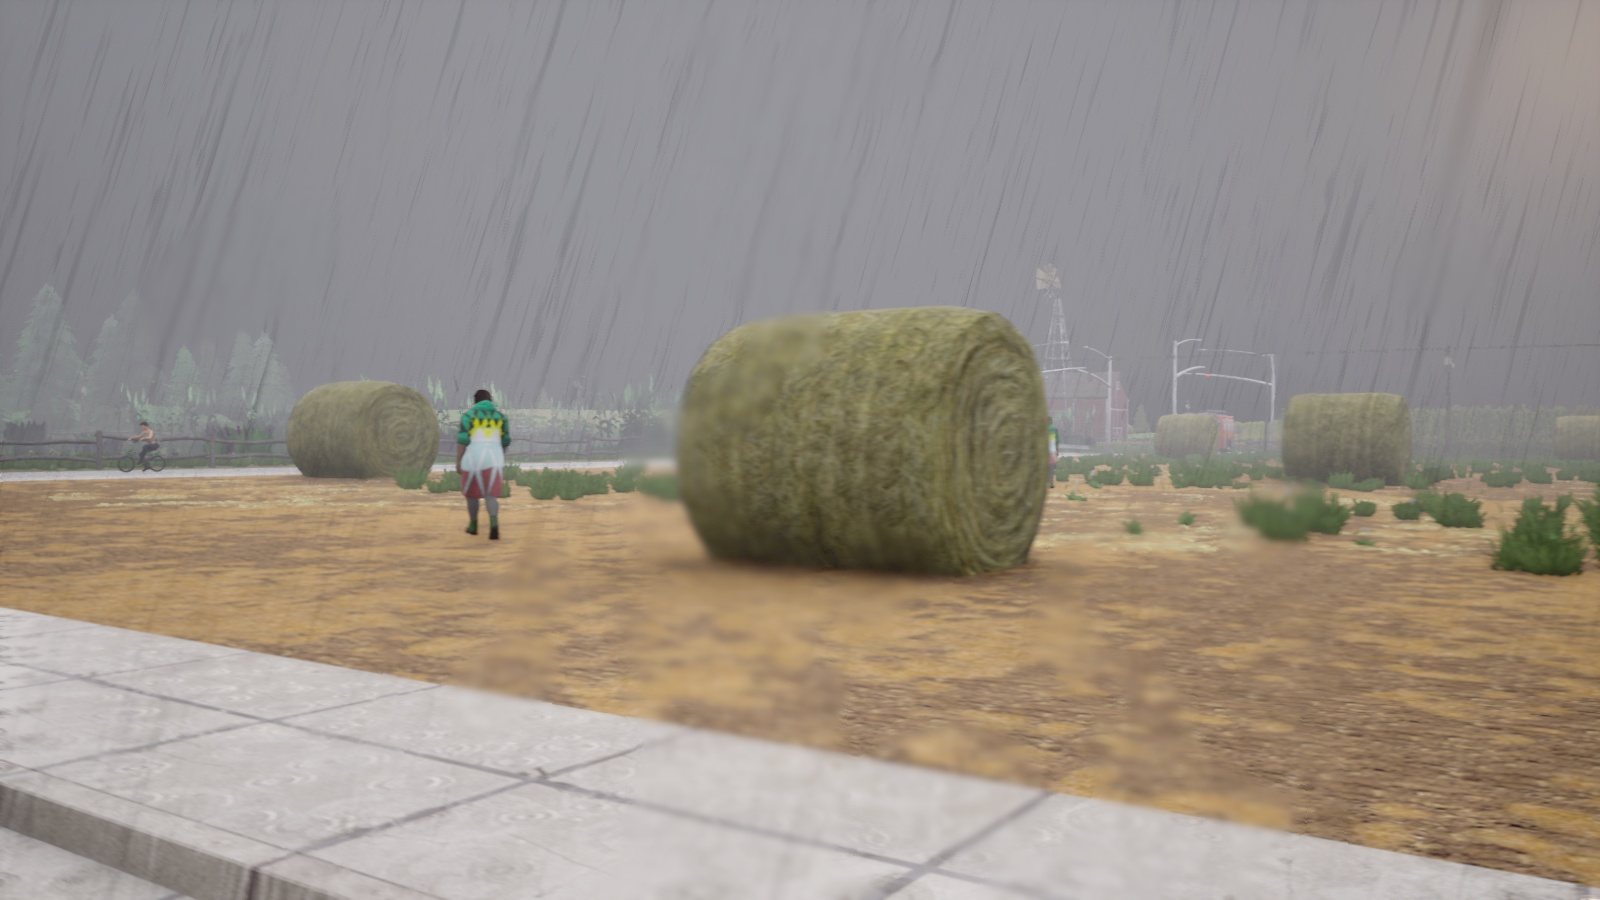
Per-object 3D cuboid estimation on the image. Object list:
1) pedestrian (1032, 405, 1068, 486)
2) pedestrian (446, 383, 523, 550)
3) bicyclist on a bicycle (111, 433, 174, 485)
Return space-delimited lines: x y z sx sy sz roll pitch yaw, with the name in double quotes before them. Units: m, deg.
"pedestrian" 6.078 -0.116 30.568 0.659 1.952 0.873 -1 1 -1
"pedestrian" -3.834 0.185 15.247 0.659 1.952 0.873 -1 1 -31
"bicyclist on a bicycle" -20.793 0.279 39.710 0.866 1.612 1.509 0 1 37
